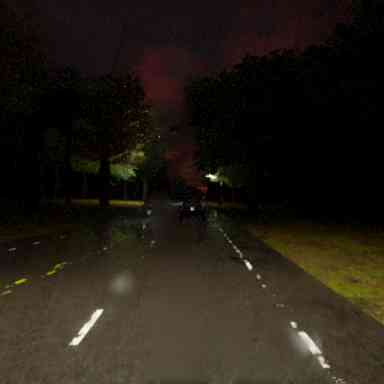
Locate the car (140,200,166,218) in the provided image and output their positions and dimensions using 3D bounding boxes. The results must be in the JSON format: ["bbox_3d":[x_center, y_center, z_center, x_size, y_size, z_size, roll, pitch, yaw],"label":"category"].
[{"bbox_3d":[-3.581,1.536,30.972,2.128,1.511,4.902,0,0,3],"label":"car"}]

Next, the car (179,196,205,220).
[{"bbox_3d":[0.023,1.406,28.661,2.097,1.767,4.553,0,0,0],"label":"car"}]
